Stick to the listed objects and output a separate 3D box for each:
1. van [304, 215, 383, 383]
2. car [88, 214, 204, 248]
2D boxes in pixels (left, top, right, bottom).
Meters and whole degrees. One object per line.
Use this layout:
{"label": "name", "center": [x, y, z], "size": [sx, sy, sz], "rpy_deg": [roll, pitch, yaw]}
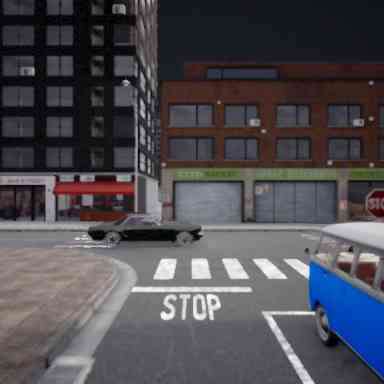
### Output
{"label": "van", "center": [2.642, 1.346, 3.779], "size": [1.690, 1.788, 3.998], "rpy_deg": [0, 0, 0]}
{"label": "car", "center": [-1.844, 1.595, 14.242], "size": [4.718, 1.301, 1.895], "rpy_deg": [0, 0, 0]}
